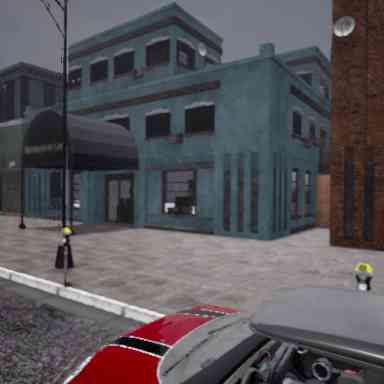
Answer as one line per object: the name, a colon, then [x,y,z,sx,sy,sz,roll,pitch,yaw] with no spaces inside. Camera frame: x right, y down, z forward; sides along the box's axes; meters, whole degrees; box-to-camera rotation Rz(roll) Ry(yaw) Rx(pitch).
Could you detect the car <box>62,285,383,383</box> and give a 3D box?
car: [0.856,1.436,2.262,4.097,1.590,1.967,1,1,35]
